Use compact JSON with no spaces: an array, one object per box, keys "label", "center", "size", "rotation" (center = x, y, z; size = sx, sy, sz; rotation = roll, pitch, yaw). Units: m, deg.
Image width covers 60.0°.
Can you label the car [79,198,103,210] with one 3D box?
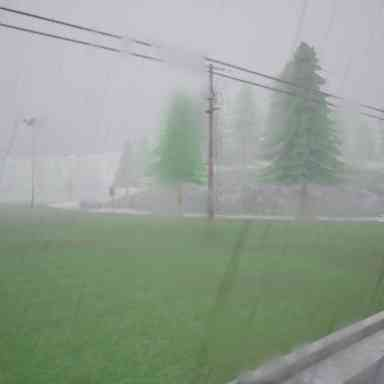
[{"label":"car","center":[-13.537,1.541,44.220],"size":[1.837,1.490,4.892],"rotation":[0,0,-38]}]
